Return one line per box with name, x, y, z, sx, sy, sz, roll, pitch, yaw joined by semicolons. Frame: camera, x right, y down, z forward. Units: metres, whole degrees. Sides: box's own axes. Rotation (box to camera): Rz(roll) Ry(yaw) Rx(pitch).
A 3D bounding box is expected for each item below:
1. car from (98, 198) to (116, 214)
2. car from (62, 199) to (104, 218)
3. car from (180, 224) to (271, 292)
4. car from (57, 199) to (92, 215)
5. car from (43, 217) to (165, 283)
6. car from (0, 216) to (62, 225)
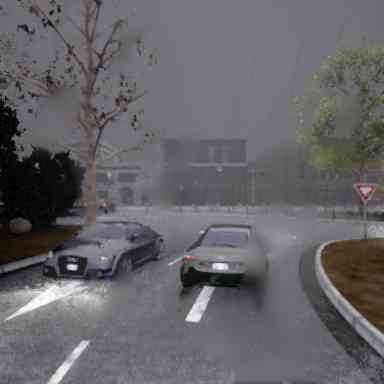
car;-9.876;1.420;36.842;2.185;1.767;4.553;-1;0;1
car;-10.473;1.640;29.550;4.181;1.385;1.994;-1;0;2
car;1.063;1.548;9.015;1.994;1.385;4.181;0;0;13
car;-12.908;1.597;36.915;2.097;1.535;5.008;-1;0;1
car;-2.285;1.550;9.635;1.994;1.385;4.181;0;0;15
car;-12.233;1.333;24.668;2.435;2.045;5.566;-1;0;1
